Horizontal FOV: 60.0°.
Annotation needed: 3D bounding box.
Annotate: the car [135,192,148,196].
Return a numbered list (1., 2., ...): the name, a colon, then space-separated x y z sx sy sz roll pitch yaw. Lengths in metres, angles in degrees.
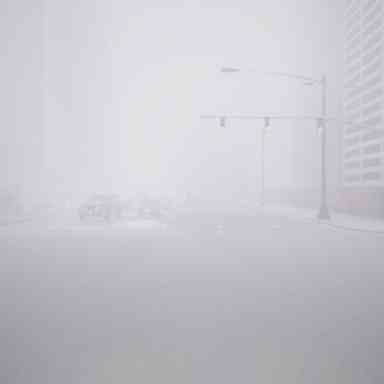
1. car: -7.075 1.008 47.001 2.150 2.045 5.566 0 0 0

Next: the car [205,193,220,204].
1. car: 3.612 1.269 56.340 1.812 1.442 4.674 0 0 0

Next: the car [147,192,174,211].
1. car: -3.585 1.178 38.357 2.097 1.767 4.553 0 0 0

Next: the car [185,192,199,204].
1. car: 0.015 0.969 55.427 2.150 2.045 5.566 0 0 0

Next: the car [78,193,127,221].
1. car: -7.076 1.102 26.225 2.150 2.045 5.566 0 0 2

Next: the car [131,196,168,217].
1. car: -3.592 1.359 29.141 2.128 1.511 4.902 0 0 0

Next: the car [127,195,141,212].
1. car: -7.090 1.382 36.478 2.033 1.411 5.357 0 0 0
